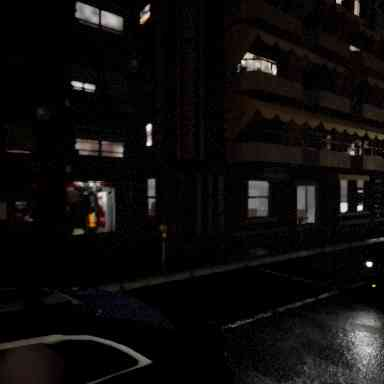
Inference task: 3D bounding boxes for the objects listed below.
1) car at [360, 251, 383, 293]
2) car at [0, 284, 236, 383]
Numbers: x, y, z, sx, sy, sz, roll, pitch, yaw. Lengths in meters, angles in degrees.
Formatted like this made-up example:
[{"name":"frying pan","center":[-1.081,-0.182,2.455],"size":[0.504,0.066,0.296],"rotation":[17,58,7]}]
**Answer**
[{"name":"car","center":[5.888,1.593,7.693],"size":[4.718,1.301,1.895],"rotation":[0,0,-36]},{"name":"car","center":[-1.904,1.500,1.997],"size":[4.902,1.511,2.128],"rotation":[0,0,-36]}]
